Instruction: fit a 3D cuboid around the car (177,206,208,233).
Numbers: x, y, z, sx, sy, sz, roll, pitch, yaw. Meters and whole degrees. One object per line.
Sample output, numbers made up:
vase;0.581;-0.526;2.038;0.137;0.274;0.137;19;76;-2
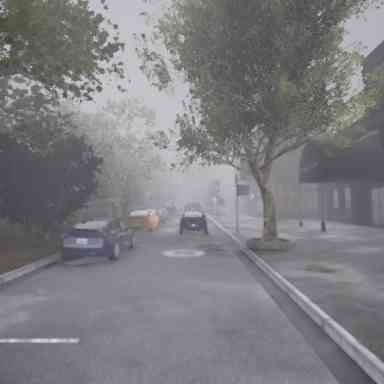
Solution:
car;0.099;2.030;23.795;1.882;1.535;5.008;0;-1;0

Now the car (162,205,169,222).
car;-3.644;2.210;30.256;2.097;1.535;5.008;0;-1;2

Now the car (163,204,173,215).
car;-3.647;2.394;35.860;2.163;1.488;4.792;0;-1;2

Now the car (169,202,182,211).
car;-3.402;3.052;69.620;2.185;1.767;4.553;-1;-1;2

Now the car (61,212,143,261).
car;-3.635;1.781;13.591;2.163;1.488;4.792;1;-2;2

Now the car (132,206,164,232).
car;-3.637;2.057;24.697;2.097;1.535;5.008;1;-2;2

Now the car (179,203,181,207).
car;-3.403;3.059;63.909;2.231;1.521;4.892;0;-1;2

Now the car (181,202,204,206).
car;0.100;2.294;42.786;2.150;2.045;5.566;0;-1;0

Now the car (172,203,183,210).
car;-3.160;3.299;75.318;2.097;1.535;5.008;0;-2;2

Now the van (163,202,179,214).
van;-3.626;2.571;52.665;1.878;1.987;4.442;1;-1;2
